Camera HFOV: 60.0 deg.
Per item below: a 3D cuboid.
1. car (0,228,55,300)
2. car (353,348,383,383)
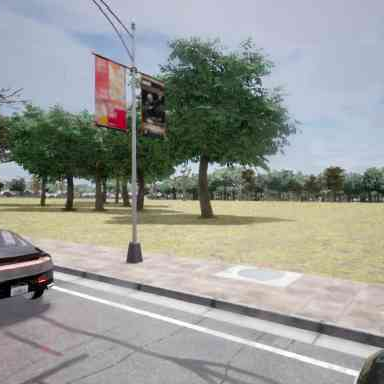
[{"bbox_3d":[-4.974,1.515,7.209,4.902,1.511,2.128,0,0,36],"label":"car"},{"bbox_3d":[3.298,1.493,1.322,4.902,1.511,2.128,0,0,36],"label":"car"}]
